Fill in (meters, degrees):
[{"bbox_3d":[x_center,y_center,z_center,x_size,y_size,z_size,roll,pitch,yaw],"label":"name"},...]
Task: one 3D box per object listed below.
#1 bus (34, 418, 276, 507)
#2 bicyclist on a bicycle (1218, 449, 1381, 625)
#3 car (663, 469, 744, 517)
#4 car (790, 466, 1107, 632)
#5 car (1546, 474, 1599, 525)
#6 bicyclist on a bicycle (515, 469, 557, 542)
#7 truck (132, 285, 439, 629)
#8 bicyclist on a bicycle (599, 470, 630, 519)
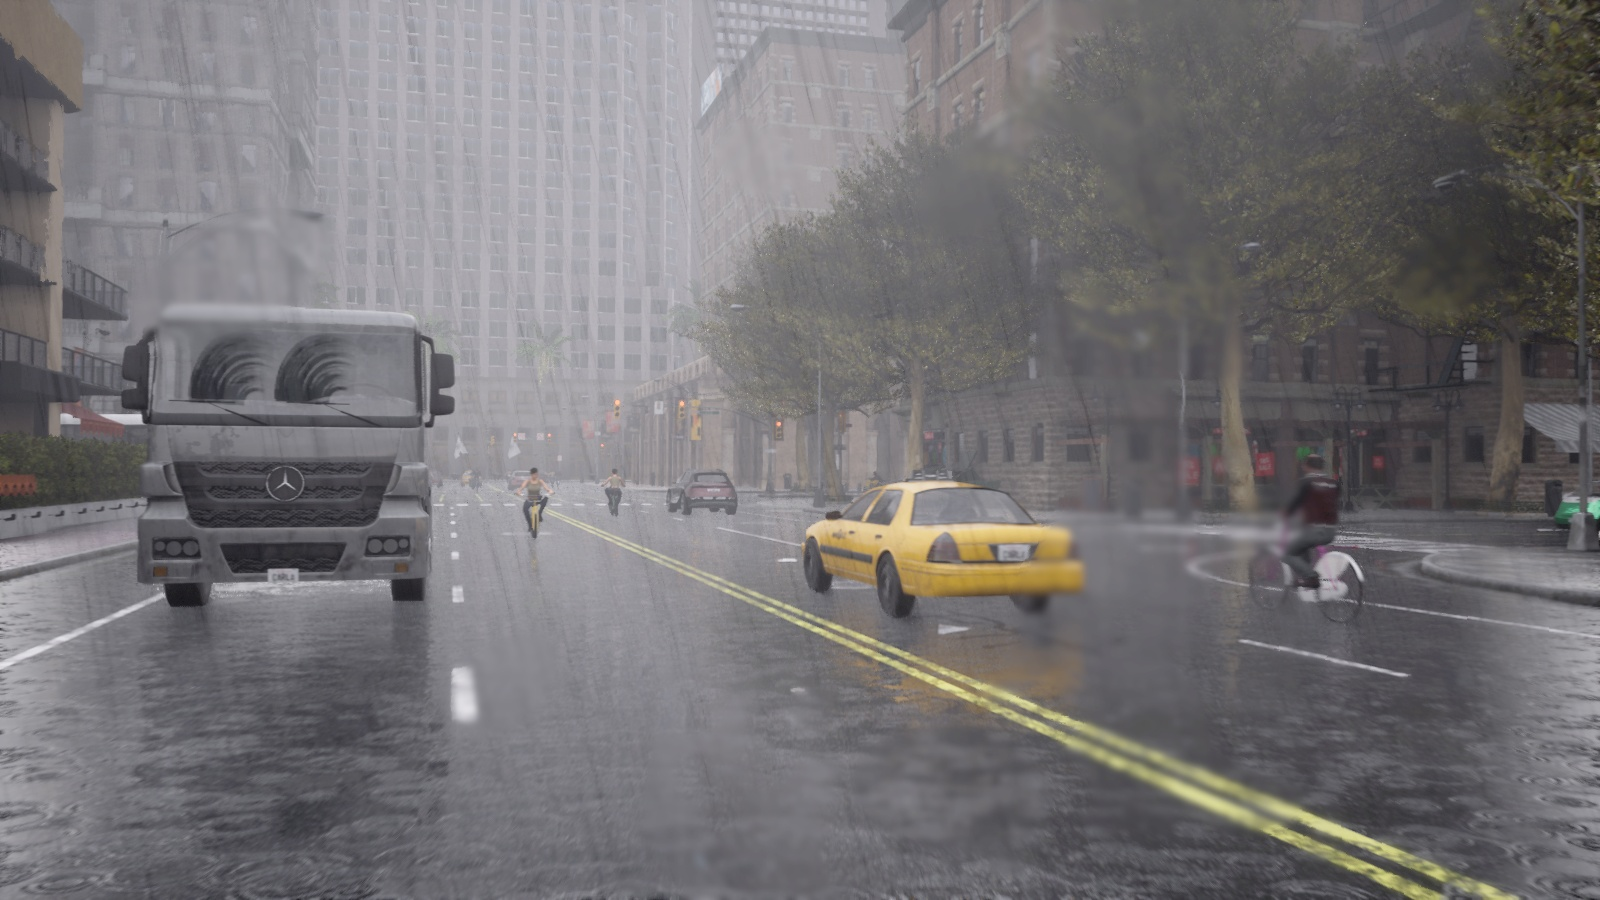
[{"bbox_3d":[-32.248,0.623,63.384,10.273,4.253,3.944,0,-1,-15],"label":"bus"},{"bbox_3d":[5.393,0.891,13.690,0.659,1.776,1.843,0,-1,-15],"label":"bicyclist on a bicycle"},{"bbox_3d":[-3.594,1.524,45.925,2.033,1.649,4.856,0,-1,-16],"label":"car"},{"bbox_3d":[1.456,0.994,14.806,1.801,1.575,5.366,0,-1,-16],"label":"car"},{"bbox_3d":[22.396,1.366,35.132,2.207,1.376,1.481,0,-1,-15],"label":"car"},{"bbox_3d":[-6.044,1.254,28.723,0.866,1.612,1.509,0,-1,-15],"label":"bicyclist on a bicycle"},{"bbox_3d":[-6.379,0.139,16.838,2.891,3.462,7.936,0,-1,-16],"label":"truck"},{"bbox_3d":[-6.301,1.486,42.614,0.866,1.612,1.509,0,-1,-16],"label":"bicyclist on a bicycle"}]
